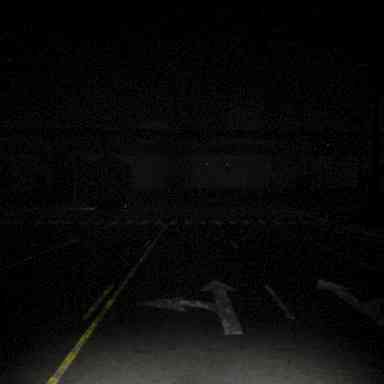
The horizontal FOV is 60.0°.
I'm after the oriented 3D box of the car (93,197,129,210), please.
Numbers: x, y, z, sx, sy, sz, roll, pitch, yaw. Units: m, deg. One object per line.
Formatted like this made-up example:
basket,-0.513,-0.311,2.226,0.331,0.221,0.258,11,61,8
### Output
car,-9.505,1.324,38.762,4.892,1.490,1.837,1,0,34
